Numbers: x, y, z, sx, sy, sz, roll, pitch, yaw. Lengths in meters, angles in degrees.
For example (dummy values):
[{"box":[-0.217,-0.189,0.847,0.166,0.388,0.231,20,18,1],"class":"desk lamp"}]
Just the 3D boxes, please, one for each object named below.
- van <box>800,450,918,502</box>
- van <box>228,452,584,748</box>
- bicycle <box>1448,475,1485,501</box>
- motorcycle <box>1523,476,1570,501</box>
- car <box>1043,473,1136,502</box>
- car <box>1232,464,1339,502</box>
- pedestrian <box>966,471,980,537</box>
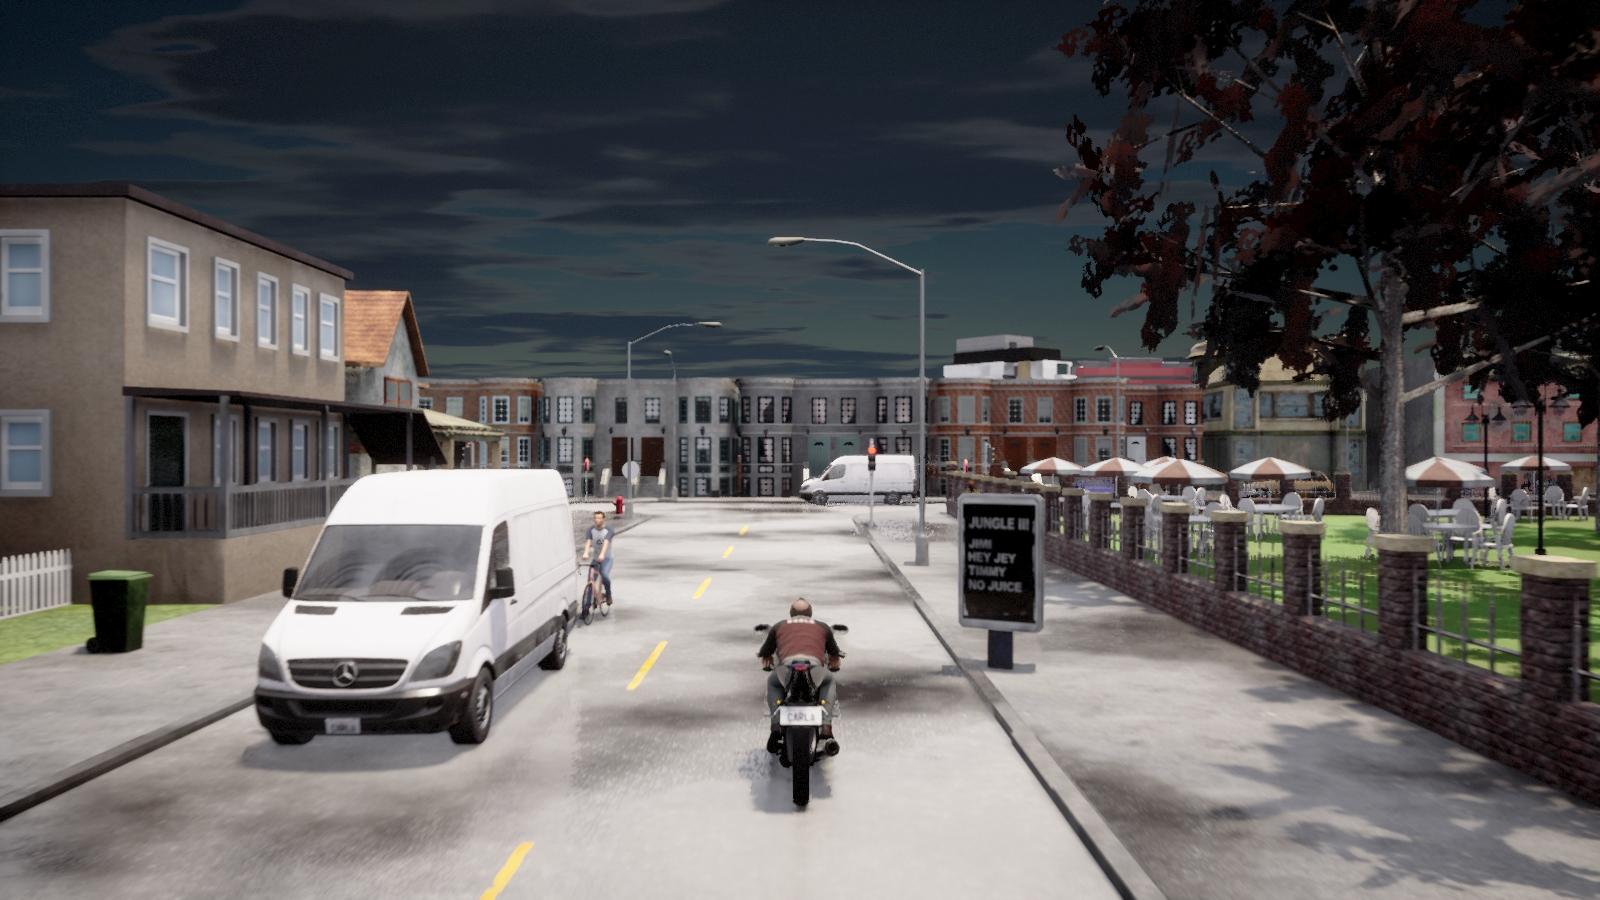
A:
[{"box":[2.934,1.306,57.923,5.915,2.561,1.988,0,0,0],"class":"van"},{"box":[-3.990,1.312,12.900,1.988,2.561,5.915,0,0,0],"class":"van"},{"box":[33.762,1.928,57.842,1.643,1.296,0.373,-1,0,1],"class":"bicycle"},{"box":[37.770,1.954,57.792,1.805,1.236,0.856,0,0,4],"class":"motorcycle"},{"box":[14.628,1.891,57.905,4.181,1.385,1.994,0,0,0],"class":"car"},{"box":[24.523,1.636,57.811,4.605,1.855,1.932,0,0,1],"class":"car"},{"box":[4.901,1.520,32.385,0.375,1.860,0.375,0,0,2],"class":"pedestrian"}]
